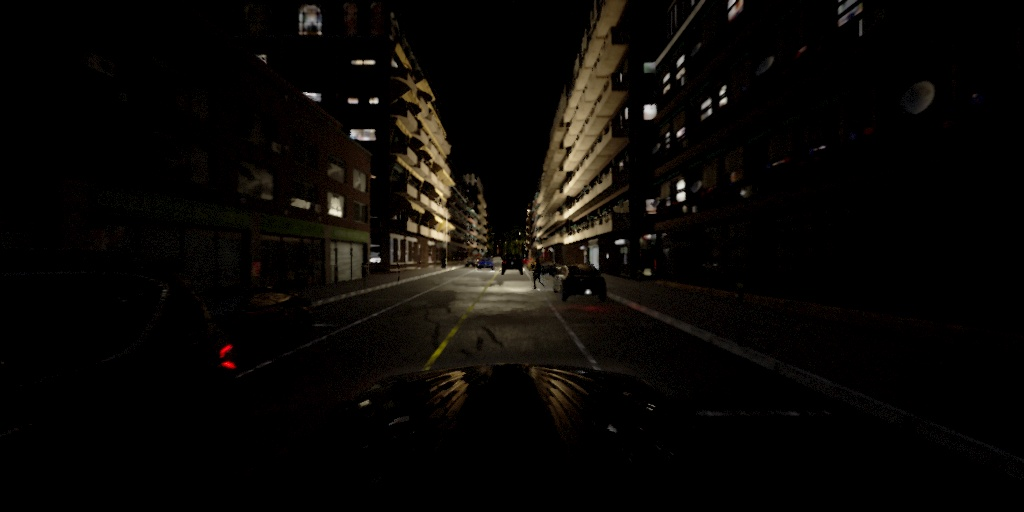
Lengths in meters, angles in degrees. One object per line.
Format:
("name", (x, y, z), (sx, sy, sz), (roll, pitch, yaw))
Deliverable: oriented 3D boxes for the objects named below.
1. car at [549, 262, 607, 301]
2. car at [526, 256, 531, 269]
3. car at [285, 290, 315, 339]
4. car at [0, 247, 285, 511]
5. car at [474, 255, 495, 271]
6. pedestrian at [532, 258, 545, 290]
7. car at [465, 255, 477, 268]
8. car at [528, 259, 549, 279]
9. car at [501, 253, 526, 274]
("car", (2.995, 1.149, 16.542), (1.837, 1.490, 4.892), (0, 0, 0))
("car", (2.680, 0.995, 40.806), (1.751, 1.417, 4.829), (0, 0, 0))
("car", (-5.692, 1.292, 7.248), (1.802, 1.307, 4.207), (0, 0, 0))
("car", (-3.102, 0.981, 0.379), (2.150, 2.045, 5.566), (0, 0, 0))
("car", (-3.081, 0.977, 43.151), (1.812, 1.442, 4.674), (0, 0, 0))
("pedestrian", (1.430, 0.917, 19.362), (0.375, 1.860, 0.375), (1, 0, -5))
("car", (-5.704, 0.956, 51.816), (1.948, 1.339, 4.313), (0, 0, 0))
("car", (2.683, 1.100, 29.494), (2.007, 1.370, 4.403), (0, 0, 0))
("car", (0.043, 0.723, 36.564), (2.150, 2.045, 5.566), (0, 1, 0))
